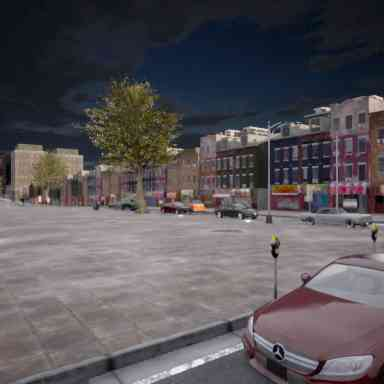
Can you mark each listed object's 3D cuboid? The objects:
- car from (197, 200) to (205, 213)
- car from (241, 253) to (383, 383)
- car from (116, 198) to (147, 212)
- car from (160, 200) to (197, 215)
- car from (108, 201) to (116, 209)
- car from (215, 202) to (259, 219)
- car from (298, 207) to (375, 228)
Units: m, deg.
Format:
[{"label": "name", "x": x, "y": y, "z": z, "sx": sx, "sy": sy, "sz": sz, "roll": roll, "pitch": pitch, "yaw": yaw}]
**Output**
[{"label": "car", "x": -0.423, "y": 1.789, "z": 42.377, "sx": 2.097, "sy": 1.767, "sz": 4.553, "roll": 0, "pitch": -1, "yaw": -36}, {"label": "car", "x": 2.578, "y": 1.582, "z": 4.642, "sx": 4.206, "sy": 1.307, "sz": 1.802, "roll": 0, "pitch": 0, "yaw": -35}, {"label": "car", "x": -8.609, "y": 1.845, "z": 48.834, "sx": 2.150, "sy": 2.045, "sz": 5.566, "roll": 0, "pitch": 0, "yaw": -35}, {"label": "car", "x": -1.899, "y": 1.889, "z": 39.392, "sx": 1.882, "sy": 1.535, "sz": 5.008, "roll": 0, "pitch": -1, "yaw": -35}, {"label": "car", "x": -13.819, "y": 2.394, "z": 61.059, "sx": 2.128, "sy": 1.511, "sz": 4.902, "roll": 0, "pitch": -1, "yaw": -35}, {"label": "car", "x": 4.110, "y": 1.756, "z": 30.998, "sx": 1.837, "sy": 1.490, "sz": 4.892, "roll": 0, "pitch": -1, "yaw": -36}, {"label": "car", "x": 9.868, "y": 1.728, "z": 22.964, "sx": 1.895, "sy": 1.301, "sz": 4.718, "roll": 0, "pitch": -1, "yaw": -36}]
